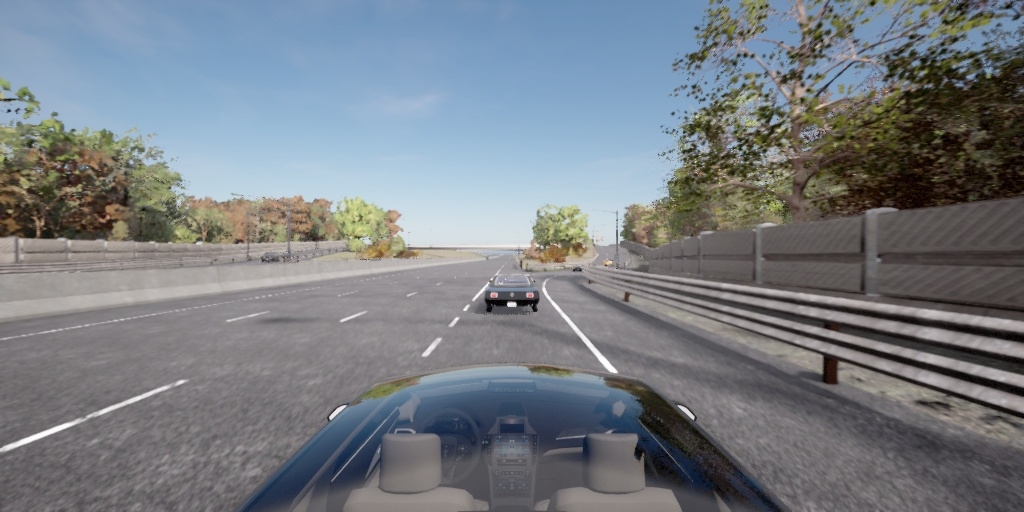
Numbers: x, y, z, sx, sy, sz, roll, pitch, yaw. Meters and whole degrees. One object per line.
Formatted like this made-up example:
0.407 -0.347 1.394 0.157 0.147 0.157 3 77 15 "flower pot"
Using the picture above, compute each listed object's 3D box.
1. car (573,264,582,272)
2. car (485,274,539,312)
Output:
11.880 2.043 60.982 1.895 1.301 4.718 0 -1 26 "car"
0.016 1.356 14.350 1.895 1.301 4.718 0 0 0 "car"
